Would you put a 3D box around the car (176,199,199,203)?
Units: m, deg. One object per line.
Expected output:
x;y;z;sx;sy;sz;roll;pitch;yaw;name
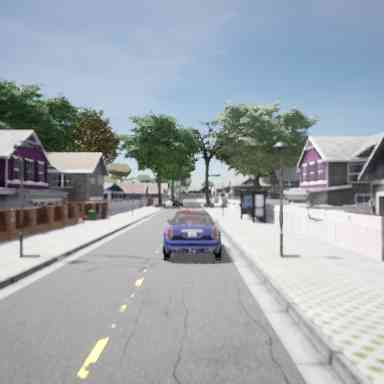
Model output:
0.026;1.641;28.419;2.097;1.767;4.553;0;-1;0;car

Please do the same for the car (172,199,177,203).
-2.759;2.120;63.358;1.882;1.535;5.008;0;-1;1;car

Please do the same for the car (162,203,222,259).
0.021;1.489;13.421;2.097;1.767;4.553;0;-1;0;car
